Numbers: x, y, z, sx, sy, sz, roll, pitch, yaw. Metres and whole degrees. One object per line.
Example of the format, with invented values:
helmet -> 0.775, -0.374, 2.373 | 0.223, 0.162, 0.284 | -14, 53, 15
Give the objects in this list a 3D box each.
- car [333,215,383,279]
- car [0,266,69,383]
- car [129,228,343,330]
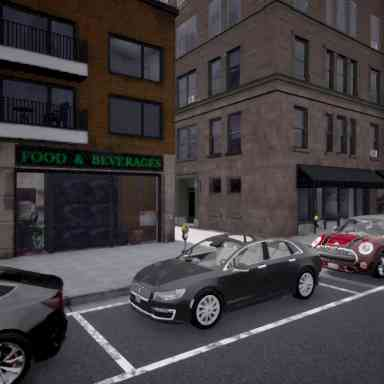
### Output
car -> 5.372, 1.445, 10.015 | 4.097, 1.590, 1.967 | 0, 0, -35
car -> -3.618, 1.566, 3.612 | 4.313, 1.339, 1.947 | 0, 0, -35
car -> 0.877, 1.552, 6.813 | 4.403, 1.369, 2.008 | 0, 0, -35
